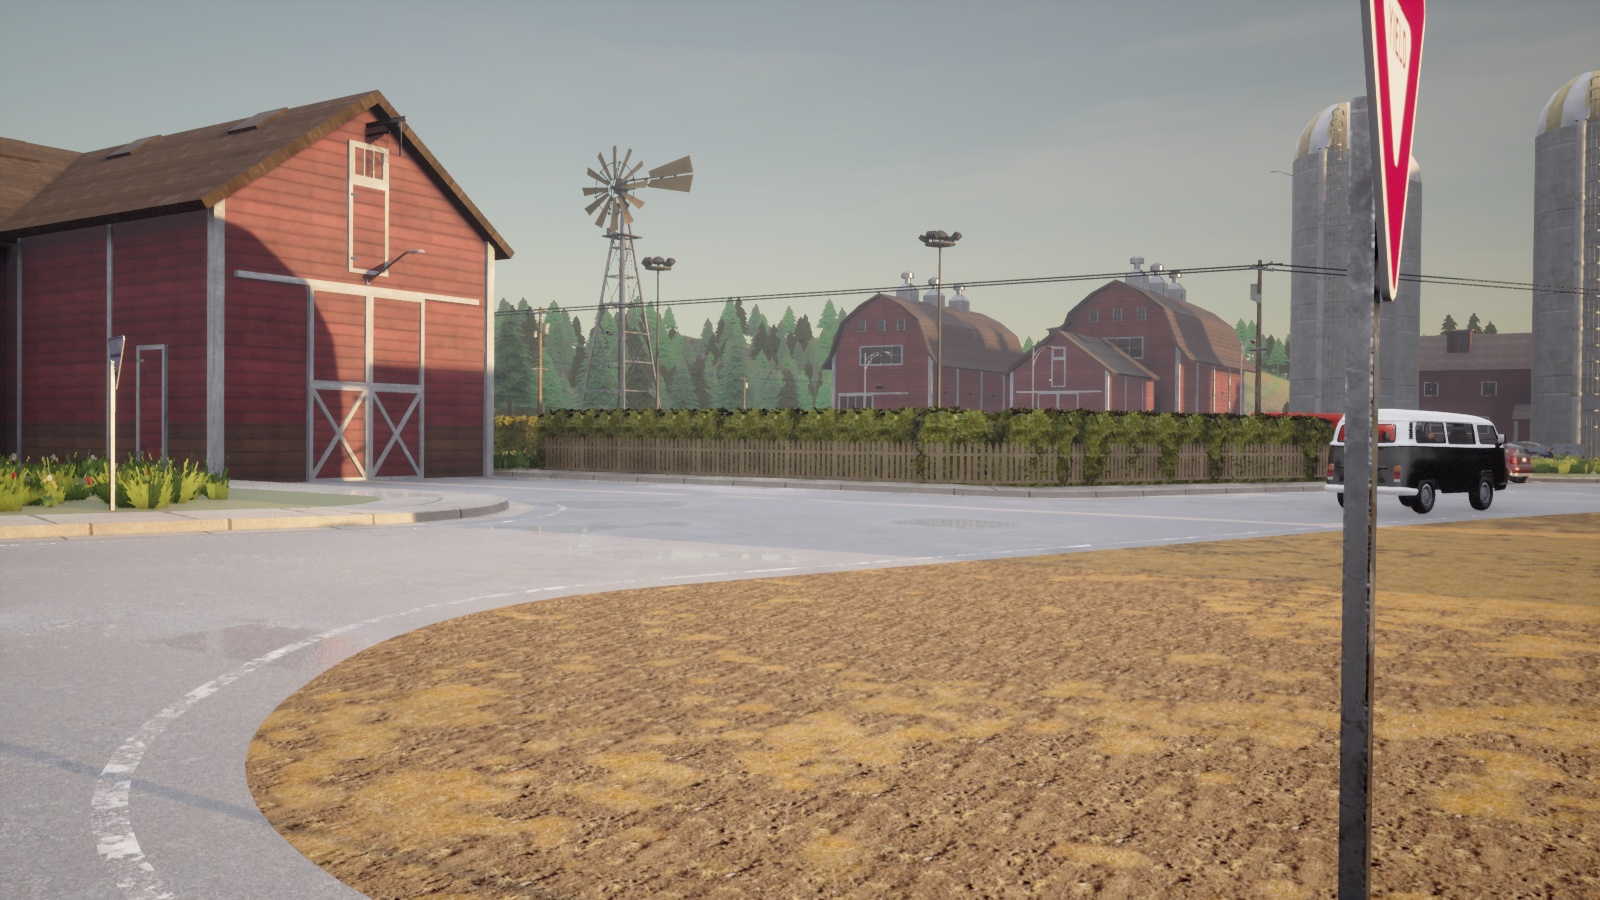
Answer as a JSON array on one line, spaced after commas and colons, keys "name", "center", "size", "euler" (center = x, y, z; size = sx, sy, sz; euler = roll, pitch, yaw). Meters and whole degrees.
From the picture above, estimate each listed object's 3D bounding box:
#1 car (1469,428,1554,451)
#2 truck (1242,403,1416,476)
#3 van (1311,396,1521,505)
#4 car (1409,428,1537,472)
[{"name": "car", "center": [47.380, -0.700, 83.670], "size": [4.792, 1.488, 2.163], "euler": [0, 1, 33]}, {"name": "truck", "center": [19.141, -0.435, 45.566], "size": [5.204, 2.467, 2.627], "euler": [2, 3, 40]}, {"name": "van", "center": [12.681, -0.023, 25.762], "size": [4.480, 2.038, 2.069], "euler": [-1, 1, -37]}, {"name": "car", "center": [24.463, -0.005, 45.747], "size": [1.789, 1.549, 3.705], "euler": [-1, 0, -37]}]
